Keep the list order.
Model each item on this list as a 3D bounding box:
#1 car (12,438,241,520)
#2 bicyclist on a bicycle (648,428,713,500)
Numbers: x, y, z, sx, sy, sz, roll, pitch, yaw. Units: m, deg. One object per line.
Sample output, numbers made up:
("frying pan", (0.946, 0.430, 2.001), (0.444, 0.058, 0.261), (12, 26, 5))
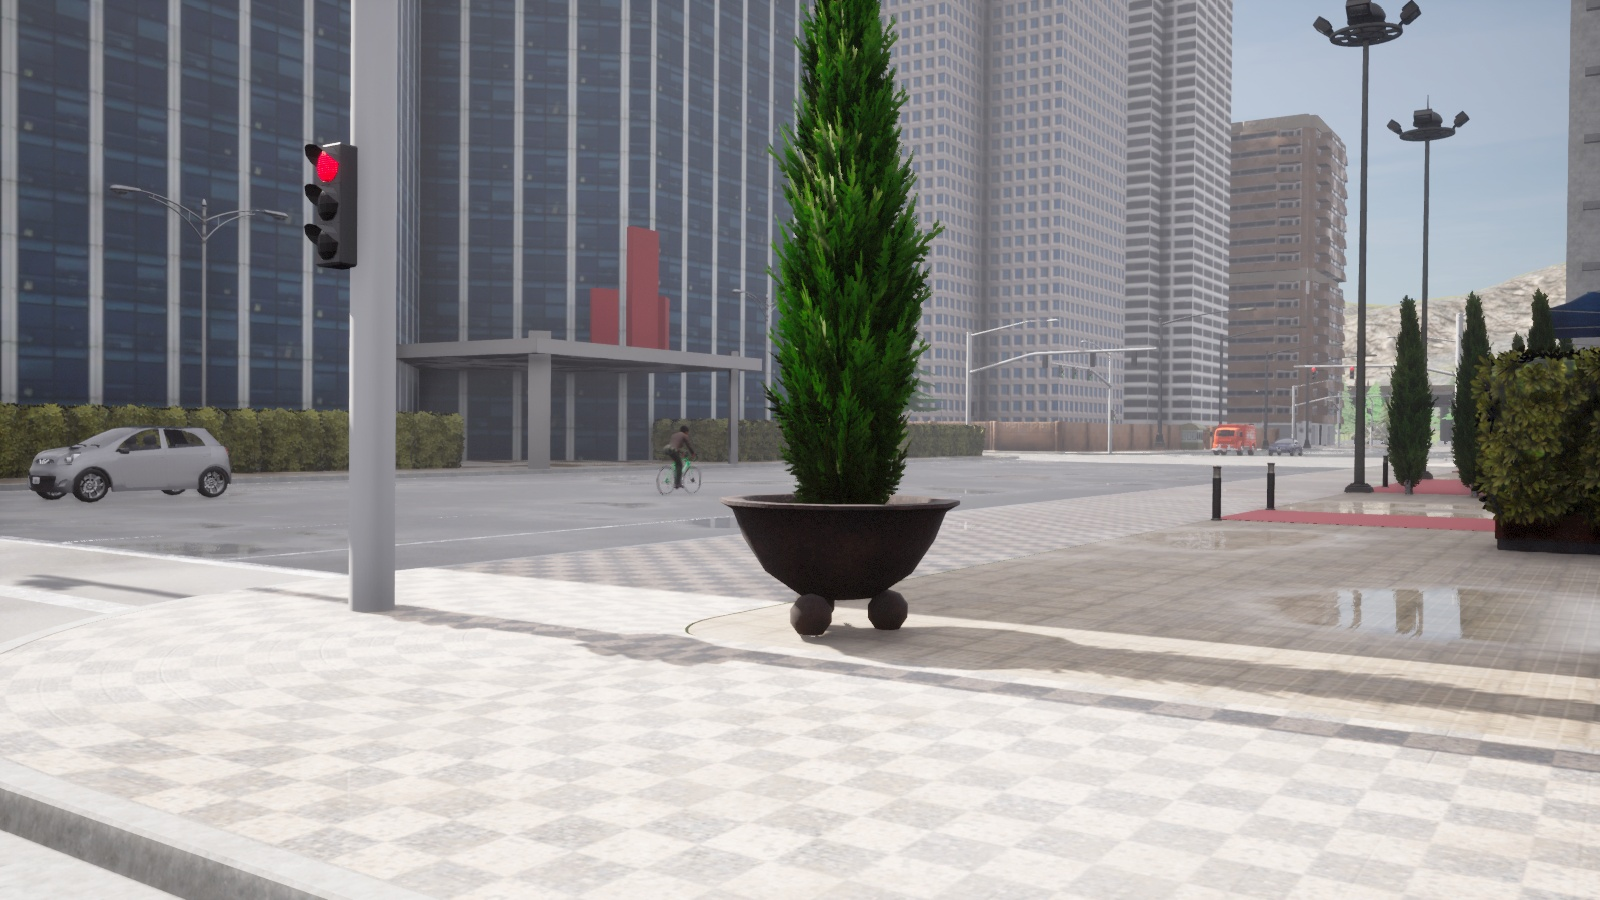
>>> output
("car", (-13.586, 0.520, 25.495), (1.845, 1.501, 3.633), (0, 1, 33))
("bicyclist on a bicycle", (-2.771, 0.309, 29.292), (0.582, 1.620, 1.656), (0, 1, 33))
